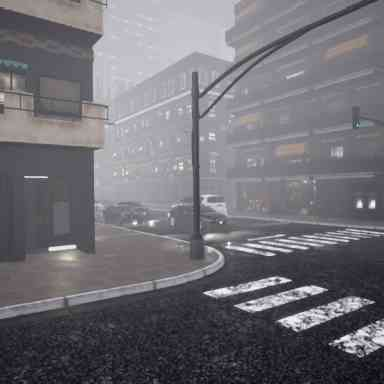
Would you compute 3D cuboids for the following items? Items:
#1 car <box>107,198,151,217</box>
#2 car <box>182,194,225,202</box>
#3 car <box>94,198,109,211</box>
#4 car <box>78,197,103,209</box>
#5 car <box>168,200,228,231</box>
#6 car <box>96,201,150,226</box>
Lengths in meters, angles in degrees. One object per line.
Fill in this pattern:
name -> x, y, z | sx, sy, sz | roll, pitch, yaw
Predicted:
car -> -5.309, 1.540, 28.879 | 1.837, 1.490, 4.892 | -1, 1, -36
car -> 0.393, 1.214, 26.036 | 2.150, 2.045, 5.566 | -1, 1, -36
car -> -11.356, 1.568, 37.237 | 1.812, 1.442, 4.674 | -1, 1, -36
car -> -14.111, 1.532, 46.048 | 1.812, 1.442, 4.674 | -1, 1, -36
car -> 0.258, 1.534, 21.201 | 1.837, 1.490, 4.892 | -1, 1, -36
car -> -5.191, 1.632, 24.519 | 1.947, 1.339, 4.313 | -1, 1, -36
